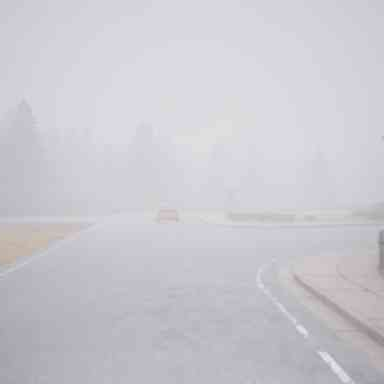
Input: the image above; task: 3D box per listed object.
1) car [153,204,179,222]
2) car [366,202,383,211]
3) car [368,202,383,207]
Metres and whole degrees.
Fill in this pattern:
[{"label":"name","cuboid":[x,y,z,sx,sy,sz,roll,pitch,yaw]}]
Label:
[{"label":"car","cuboid":[-2.349,1.780,29.568,1.882,1.535,5.008,0,0,-10]},{"label":"car","cuboid":[31.117,2.307,54.800,4.181,1.385,1.994,0,-1,-21]},{"label":"car","cuboid":[26.305,2.076,45.850,4.193,1.474,1.816,0,-7,-24]}]
